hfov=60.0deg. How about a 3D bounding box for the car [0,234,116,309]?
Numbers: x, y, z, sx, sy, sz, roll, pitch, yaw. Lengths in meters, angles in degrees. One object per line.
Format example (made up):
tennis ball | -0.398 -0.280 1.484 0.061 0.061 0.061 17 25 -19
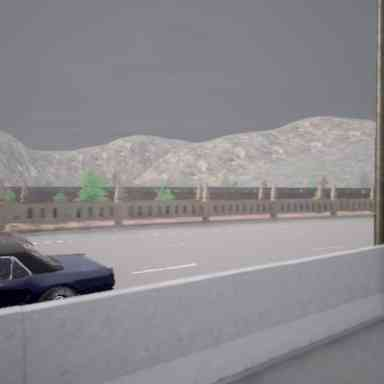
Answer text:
car | -3.817 1.571 5.445 4.718 1.301 1.895 0 0 -35

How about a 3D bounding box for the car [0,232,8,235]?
car | -6.118 1.519 8.024 4.181 1.385 1.994 0 0 -35
